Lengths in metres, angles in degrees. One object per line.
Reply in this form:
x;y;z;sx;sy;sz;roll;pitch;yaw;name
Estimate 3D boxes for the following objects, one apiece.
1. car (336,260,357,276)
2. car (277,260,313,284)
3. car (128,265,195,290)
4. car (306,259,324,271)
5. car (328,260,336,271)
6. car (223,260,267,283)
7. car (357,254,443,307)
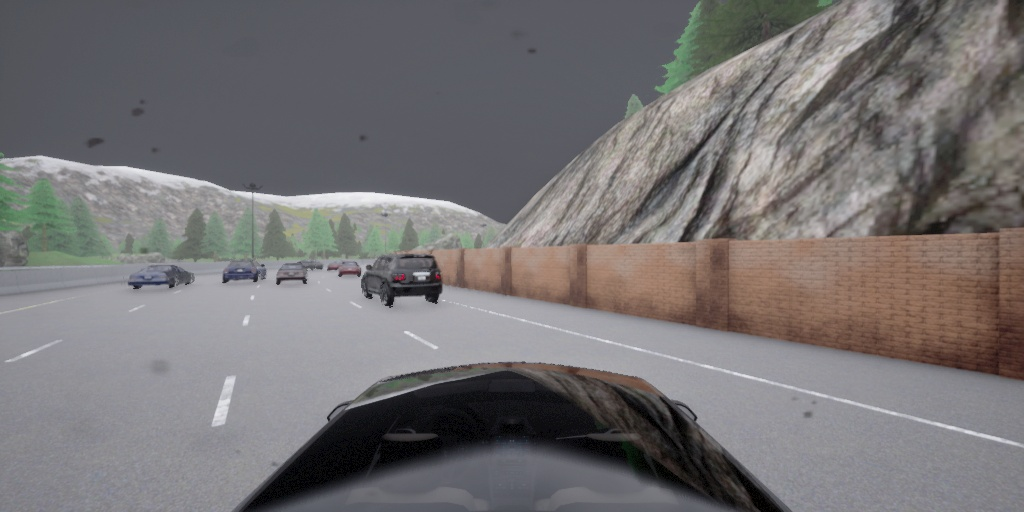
-16.486;1.269;36.651;1.994;1.385;4.181;0;0;-22;car
-16.262;1.265;26.721;2.033;1.411;5.357;0;0;-28;car
-22.010;1.270;22.697;2.033;1.411;5.357;0;0;-28;car
-26.244;1.181;46.835;2.128;1.511;4.902;0;0;-8;car
-22.753;1.253;47.494;1.994;1.385;4.181;0;0;-8;car
-20.465;1.071;27.642;2.097;1.767;4.553;0;0;-26;car
-4.950;0.950;15.772;2.150;2.045;5.566;0;0;-35;car
